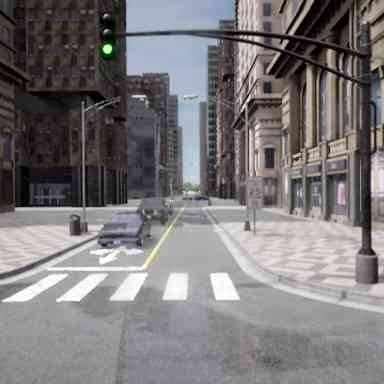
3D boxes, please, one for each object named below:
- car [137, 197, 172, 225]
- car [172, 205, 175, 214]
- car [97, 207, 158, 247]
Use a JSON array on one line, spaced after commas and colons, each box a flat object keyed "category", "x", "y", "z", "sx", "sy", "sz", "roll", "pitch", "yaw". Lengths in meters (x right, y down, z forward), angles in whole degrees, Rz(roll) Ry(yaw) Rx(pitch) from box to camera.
[{"category": "car", "x": -3.081, "y": 1.459, "z": 26.554, "sx": 2.150, "sy": 2.045, "sz": 5.566, "roll": 0, "pitch": 0, "yaw": 0}, {"category": "car", "x": -3.054, "y": 1.837, "z": 36.883, "sx": 1.812, "sy": 1.442, "sz": 4.674, "roll": 0, "pitch": 0, "yaw": 0}, {"category": "car", "x": -3.093, "y": 1.711, "z": 16.334, "sx": 2.033, "sy": 1.411, "sz": 5.357, "roll": 0, "pitch": 0, "yaw": 0}]
